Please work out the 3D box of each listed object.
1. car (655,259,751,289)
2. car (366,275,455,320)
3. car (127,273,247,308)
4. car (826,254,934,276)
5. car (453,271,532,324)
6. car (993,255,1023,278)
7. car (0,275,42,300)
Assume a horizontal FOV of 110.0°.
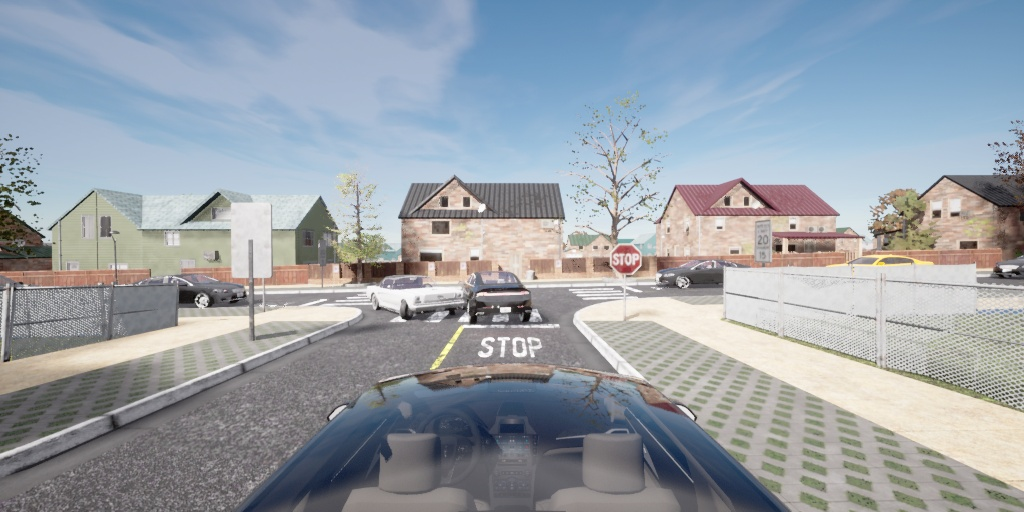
[{"bbox_3d":[10.335,0.925,19.445,4.902,1.511,2.128,-1,1,0],"label":"car"},{"bbox_3d":[-3.600,1.367,12.899,1.895,1.301,4.718,0,0,-38],"label":"car"},{"bbox_3d":[-14.899,1.566,16.396,4.902,1.511,2.128,-1,1,0],"label":"car"},{"bbox_3d":[19.765,0.690,19.479,5.008,1.535,1.882,-1,1,-1],"label":"car"},{"bbox_3d":[-0.683,1.242,12.039,2.128,1.511,4.902,0,0,-12],"label":"car"},{"bbox_3d":[29.389,0.478,19.514,4.902,1.511,2.128,-1,1,0],"label":"car"},{"bbox_3d":[-24.236,1.647,16.358,4.553,1.767,2.097,-1,1,0],"label":"car"}]
